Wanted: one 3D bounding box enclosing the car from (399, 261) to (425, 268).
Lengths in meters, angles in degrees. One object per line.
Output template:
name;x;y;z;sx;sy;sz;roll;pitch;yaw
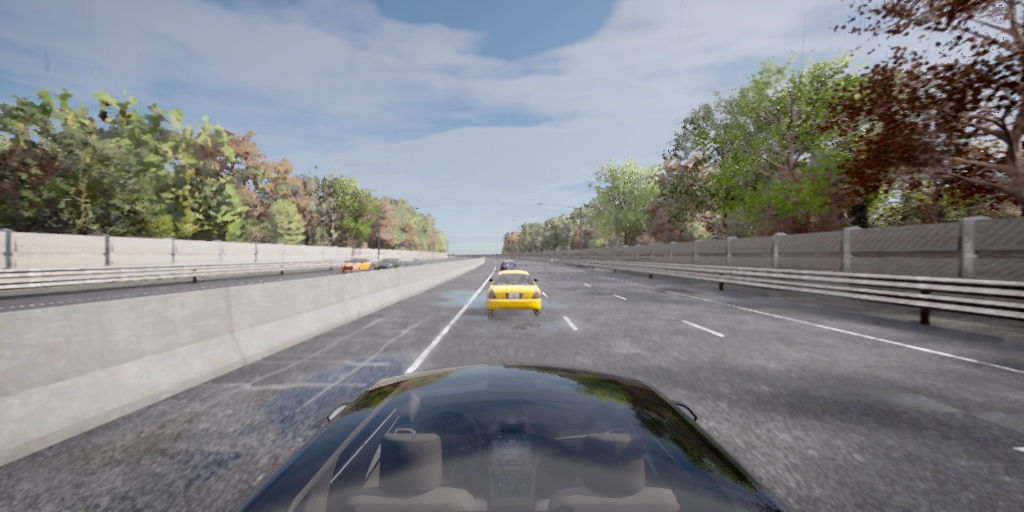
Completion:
car;-11.048;1.252;41.033;1.994;1.385;4.181;0;0;-1

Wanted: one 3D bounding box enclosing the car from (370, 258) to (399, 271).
car;-14.572;1.036;42.415;2.097;1.767;4.553;0;0;-1

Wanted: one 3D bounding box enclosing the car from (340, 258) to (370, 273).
car;-18.055;1.037;41.540;2.097;1.767;4.553;0;0;-1

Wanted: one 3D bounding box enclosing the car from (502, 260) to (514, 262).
car;-0.483;1.184;46.096;2.163;1.488;4.792;0;0;-1

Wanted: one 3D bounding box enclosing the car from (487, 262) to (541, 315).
car;0.047;1.188;13.496;1.801;1.575;5.366;0;0;0
